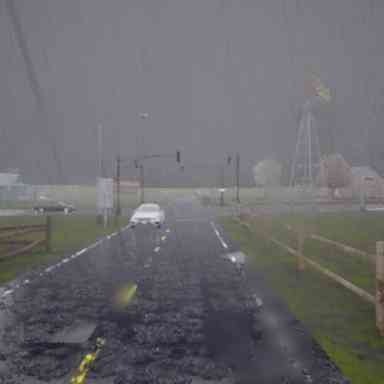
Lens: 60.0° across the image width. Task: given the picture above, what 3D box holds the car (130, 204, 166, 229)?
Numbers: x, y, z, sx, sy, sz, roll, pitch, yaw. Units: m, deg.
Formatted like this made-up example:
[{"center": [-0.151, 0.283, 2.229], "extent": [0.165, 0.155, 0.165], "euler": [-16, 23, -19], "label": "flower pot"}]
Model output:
[{"center": [-2.785, 1.508, 21.865], "extent": [1.812, 1.442, 4.674], "euler": [0, 0, 1], "label": "car"}]

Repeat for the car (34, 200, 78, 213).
[{"center": [-16.026, 1.764, 39.364], "extent": [4.892, 1.490, 1.837], "euler": [1, 1, 0], "label": "car"}]
